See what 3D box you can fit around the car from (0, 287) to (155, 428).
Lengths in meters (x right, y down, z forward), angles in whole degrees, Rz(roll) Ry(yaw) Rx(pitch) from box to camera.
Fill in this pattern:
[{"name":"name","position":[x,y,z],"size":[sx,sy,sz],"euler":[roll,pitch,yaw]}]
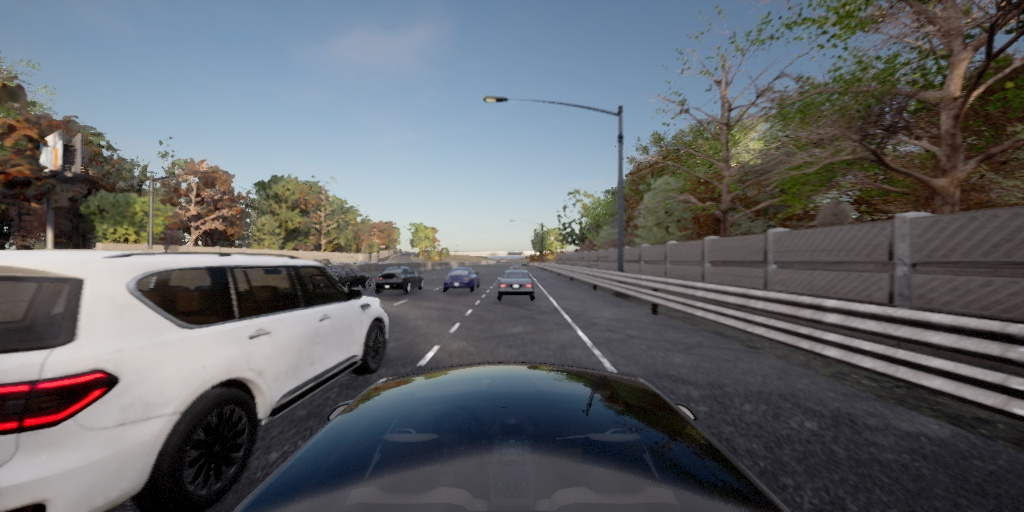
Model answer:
[{"name":"car","position":[-6.900,1.251,3.522],"size":[1.837,1.490,4.892],"euler":[0,0,1]}]

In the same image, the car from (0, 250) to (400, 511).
[{"name":"car","position":[-3.398,0.986,4.436],"size":[2.150,2.045,5.566],"euler":[0,0,0]}]

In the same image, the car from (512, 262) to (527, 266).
[{"name":"car","position":[0.663,1.745,49.596],"size":[2.033,1.411,5.357],"euler":[0,-1,1]}]

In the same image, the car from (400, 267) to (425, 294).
[{"name":"car","position":[-6.642,1.412,21.609],"size":[1.837,1.490,4.892],"euler":[0,-1,1]}]

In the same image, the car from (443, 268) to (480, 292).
[{"name":"car","position":[-3.124,1.452,22.711],"size":[1.812,1.442,4.674],"euler":[0,-1,1]}]

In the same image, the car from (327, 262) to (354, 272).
[{"name":"car","position":[-27.250,1.678,57.219],"size":[1.882,1.535,5.008],"euler":[0,-1,1]}]

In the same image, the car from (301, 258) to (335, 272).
[{"name":"car","position":[-30.743,1.408,57.043],"size":[2.150,2.045,5.566],"euler":[0,0,1]}]

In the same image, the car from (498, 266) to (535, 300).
[{"name":"car","position":[0.220,1.450,18.949],"size":[2.033,1.411,5.357],"euler":[0,-1,1]}]

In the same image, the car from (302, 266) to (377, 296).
[{"name":"car","position":[-10.139,1.388,21.621],"size":[2.128,1.511,4.902],"euler":[0,-1,1]}]
